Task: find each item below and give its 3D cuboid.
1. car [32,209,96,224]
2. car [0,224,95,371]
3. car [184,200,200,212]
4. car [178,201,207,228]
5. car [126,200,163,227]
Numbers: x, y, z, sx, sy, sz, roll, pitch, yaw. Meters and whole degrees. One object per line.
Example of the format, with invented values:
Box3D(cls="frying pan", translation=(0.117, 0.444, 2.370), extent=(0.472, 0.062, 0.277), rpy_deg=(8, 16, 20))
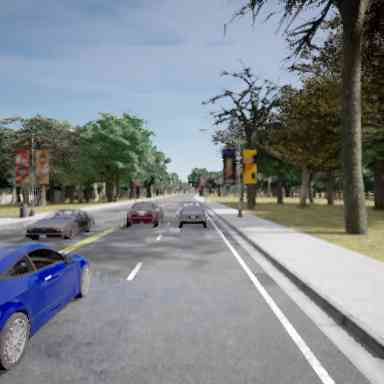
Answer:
Box3D(cls="car", translation=(-6.576, 1.600, 17.365), extent=(2.033, 1.411, 5.357), rpy_deg=(0, 0, 0))
Box3D(cls="car", translation=(-3.155, 1.542, 5.564), extent=(1.812, 1.442, 4.674), rpy_deg=(0, 0, 0))
Box3D(cls="car", translation=(-0.066, 1.733, 41.697), extent=(1.895, 1.301, 4.718), rpy_deg=(0, 0, 0))
Box3D(cls="car", translation=(0.042, 1.618, 23.019), extent=(2.033, 1.411, 5.357), rpy_deg=(0, 0, -1))
Box3D(cls="car", translation=(-3.204, 1.423, 23.326), extent=(2.097, 1.767, 4.553), rpy_deg=(0, 0, 0))
